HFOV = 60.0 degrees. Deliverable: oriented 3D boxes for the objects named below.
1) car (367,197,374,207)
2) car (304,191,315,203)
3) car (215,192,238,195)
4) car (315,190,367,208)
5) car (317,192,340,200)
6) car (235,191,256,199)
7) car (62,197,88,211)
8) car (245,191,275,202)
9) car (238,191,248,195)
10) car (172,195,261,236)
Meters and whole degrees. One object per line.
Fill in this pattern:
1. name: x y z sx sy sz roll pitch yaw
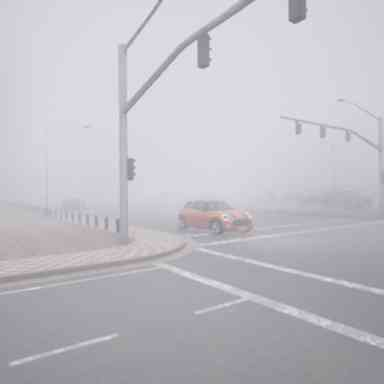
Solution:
1. car: 19.349 0.800 39.676 1.905 1.878 3.866 -1 0 -36
2. car: 25.123 0.616 65.350 1.932 1.855 4.605 -1 0 -36
3. car: 7.350 0.960 71.118 1.970 1.475 3.806 -1 0 -36
4. car: 16.961 0.823 38.041 1.932 1.855 4.605 -1 0 -36
5. car: 27.521 0.800 66.980 1.784 1.438 3.905 -1 0 -36
6. car: 11.862 0.667 74.395 1.932 1.855 4.605 -1 0 -36
7. car: -13.664 1.407 38.611 1.837 1.490 4.892 -1 1 -36
8. car: 11.417 1.014 55.472 1.970 1.475 3.806 -1 0 -36
9. car: 9.708 0.902 72.797 1.784 1.438 3.905 -1 0 -36
10. car: 1.153 1.216 17.973 2.097 1.767 4.553 -1 0 -36
